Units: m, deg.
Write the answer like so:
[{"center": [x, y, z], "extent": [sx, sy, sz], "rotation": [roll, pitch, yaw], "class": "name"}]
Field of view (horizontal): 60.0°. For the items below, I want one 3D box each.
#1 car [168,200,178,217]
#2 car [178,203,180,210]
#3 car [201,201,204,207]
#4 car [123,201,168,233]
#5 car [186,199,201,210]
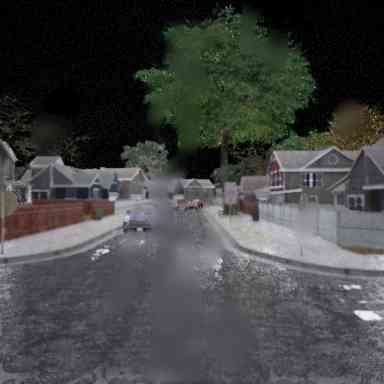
[{"center": [-2.846, 1.799, 35.540], "extent": [1.837, 1.490, 4.892], "rotation": [0, -1, 0], "class": "car"}, {"center": [-2.770, 1.918, 47.228], "extent": [1.837, 1.490, 4.892], "rotation": [0, 1, 1], "class": "car"}, {"center": [0.902, 2.066, 60.364], "extent": [1.882, 1.535, 5.008], "rotation": [0, -1, 13], "class": "car"}, {"center": [-2.851, 1.484, 20.470], "extent": [2.097, 1.767, 4.553], "rotation": [0, -1, 0], "class": "car"}, {"center": [0.000, 1.994, 49.768], "extent": [2.033, 1.411, 5.357], "rotation": [0, -1, 1], "class": "car"}]
